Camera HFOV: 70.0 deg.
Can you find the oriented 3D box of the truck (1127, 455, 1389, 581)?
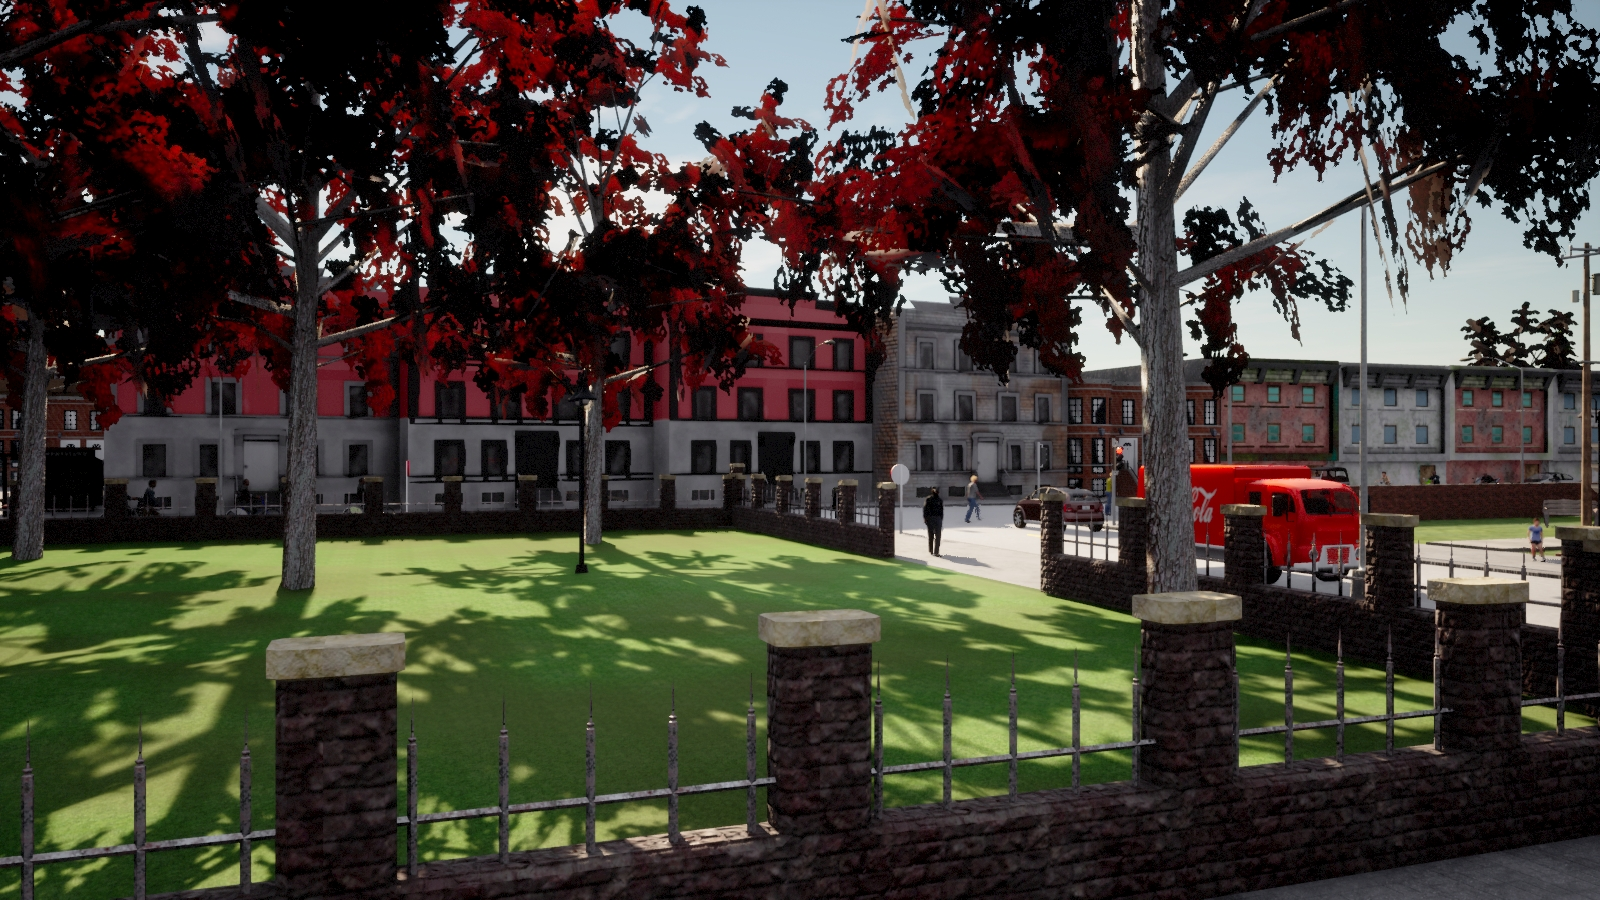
[{"bbox_3d":[9.964,1.348,25.442,2.627,2.467,5.204,0,0,-20],"label":"truck"}]

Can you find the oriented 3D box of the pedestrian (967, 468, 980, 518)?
[{"bbox_3d":[6.608,1.628,43.527,0.375,1.860,0.375,0,0,-13],"label":"pedestrian"}]

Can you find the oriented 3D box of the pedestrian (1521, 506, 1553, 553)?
[{"bbox_3d":[17.740,1.904,27.509,0.500,1.100,0.500,0,0,14],"label":"pedestrian"}]

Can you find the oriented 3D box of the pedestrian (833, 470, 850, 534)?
[{"bbox_3d":[1.219,1.525,33.775,0.375,1.860,0.375,0,0,-21],"label":"pedestrian"}]

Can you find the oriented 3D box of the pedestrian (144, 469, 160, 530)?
[{"bbox_3d":[-20.053,1.524,35.370,0.375,1.860,0.375,0,0,-19],"label":"pedestrian"}]

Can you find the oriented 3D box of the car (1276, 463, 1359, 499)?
[{"bbox_3d":[28.140,1.638,62.162,3.866,1.878,1.905,0,0,-20],"label":"car"}]

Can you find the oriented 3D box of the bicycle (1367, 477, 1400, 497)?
[{"bbox_3d":[32.543,2.036,63.766,1.487,1.080,0.859,0,0,-20],"label":"bicycle"}]

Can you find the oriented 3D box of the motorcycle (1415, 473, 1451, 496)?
[{"bbox_3d":[36.002,1.962,64.979,1.805,1.236,0.856,0,0,-20],"label":"motorcycle"}]

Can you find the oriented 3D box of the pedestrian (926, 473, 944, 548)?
[{"bbox_3d":[3.417,1.525,28.895,0.375,1.860,0.375,0,0,-6],"label":"pedestrian"}]

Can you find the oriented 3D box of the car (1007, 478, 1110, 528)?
[{"bbox_3d":[8.968,1.806,39.897,1.789,1.549,3.705,0,0,-20],"label":"car"}]

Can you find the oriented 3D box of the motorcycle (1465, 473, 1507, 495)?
[{"bbox_3d":[39.853,1.985,66.375,2.209,1.251,0.867,0,0,-20],"label":"motorcycle"}]

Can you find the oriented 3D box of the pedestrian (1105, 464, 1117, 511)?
[{"bbox_3d":[12.572,1.517,46.208,0.375,1.860,0.375,0,0,-3],"label":"pedestrian"}]
